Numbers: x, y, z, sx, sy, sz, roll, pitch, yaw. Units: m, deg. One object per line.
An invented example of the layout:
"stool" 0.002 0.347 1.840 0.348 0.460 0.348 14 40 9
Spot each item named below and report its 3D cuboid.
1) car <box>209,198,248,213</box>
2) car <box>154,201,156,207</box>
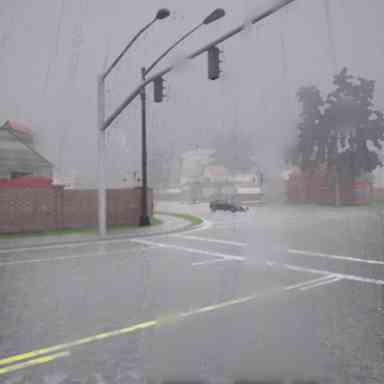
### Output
"car" 3.898 1.432 35.667 2.128 1.511 4.902 -1 0 -37
"car" -7.199 1.491 50.387 1.812 1.442 4.674 -1 0 -37
